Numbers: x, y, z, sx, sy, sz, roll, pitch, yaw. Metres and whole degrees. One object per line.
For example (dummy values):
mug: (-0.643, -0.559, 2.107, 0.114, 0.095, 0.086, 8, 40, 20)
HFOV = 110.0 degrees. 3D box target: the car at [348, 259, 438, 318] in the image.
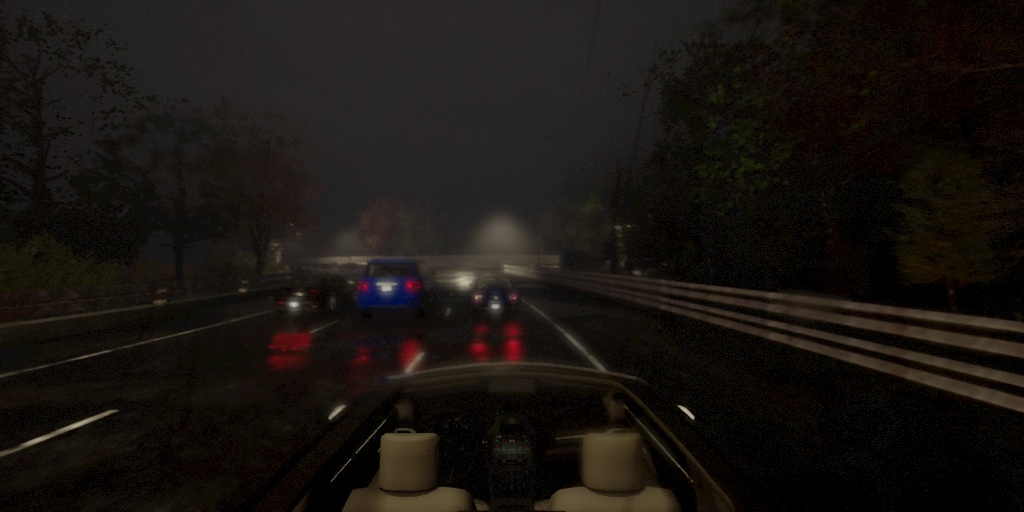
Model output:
car: (-4.238, 1.150, 14.032, 2.150, 2.045, 5.566, 0, 0, -6)

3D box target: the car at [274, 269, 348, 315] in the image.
car: (-7.883, 1.458, 14.890, 1.837, 1.490, 4.892, 0, 0, -7)

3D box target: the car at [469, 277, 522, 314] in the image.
car: (-0.818, 1.525, 14.870, 1.895, 1.301, 4.718, 0, -1, -6)
